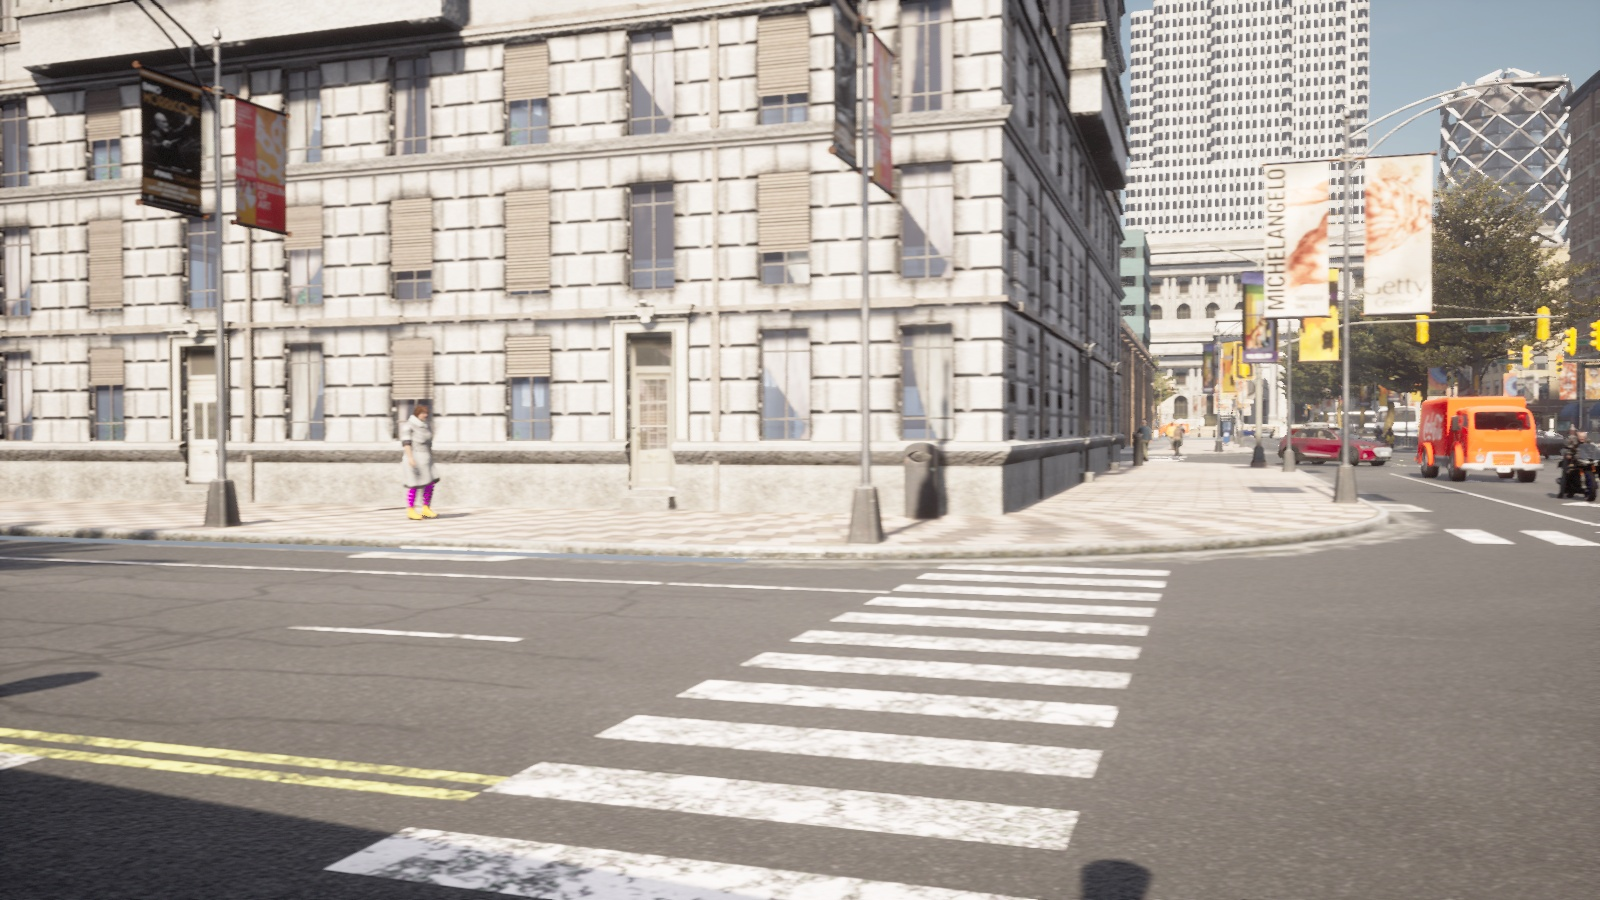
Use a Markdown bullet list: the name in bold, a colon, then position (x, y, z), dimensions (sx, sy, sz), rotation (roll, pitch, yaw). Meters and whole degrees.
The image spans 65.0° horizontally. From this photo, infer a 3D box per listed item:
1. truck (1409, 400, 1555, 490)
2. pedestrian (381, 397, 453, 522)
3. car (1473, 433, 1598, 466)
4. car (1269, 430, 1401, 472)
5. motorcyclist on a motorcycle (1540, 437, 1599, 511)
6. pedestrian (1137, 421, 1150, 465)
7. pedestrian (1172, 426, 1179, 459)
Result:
- **truck**: position (20.076, -0.182, 37.277), dimensions (2.627, 2.467, 5.204), rotation (1, 1, 15)
- **pedestrian**: position (-6.112, 0.139, 20.046), dimensions (0.873, 1.952, 0.659), rotation (1, 1, 25)
- **car**: position (34.998, -0.043, 59.802), dimensions (4.902, 1.511, 2.128), rotation (0, 1, -9)
- **car**: position (22.123, 0.005, 52.160), dimensions (2.033, 1.649, 4.856), rotation (0, 1, -28)
- **motorcyclist on a motorcycle**: position (16.858, 0.488, 27.298), dimensions (0.866, 1.530, 2.191), rotation (1, 1, 18)
- **pedestrian**: position (14.683, -0.298, 53.703), dimensions (0.402, 1.842, 0.726), rotation (0, 1, 4)
- **pedestrian**: position (20.938, -0.410, 69.981), dimensions (0.331, 1.846, 0.634), rotation (0, 1, 12)
